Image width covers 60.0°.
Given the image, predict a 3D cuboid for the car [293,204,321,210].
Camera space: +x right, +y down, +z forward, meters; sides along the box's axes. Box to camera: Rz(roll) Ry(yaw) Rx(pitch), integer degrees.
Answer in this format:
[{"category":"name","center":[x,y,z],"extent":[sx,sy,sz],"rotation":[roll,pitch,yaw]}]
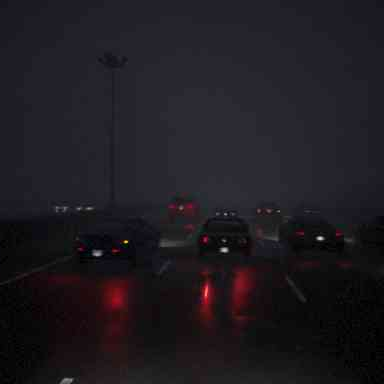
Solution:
[{"category":"car","center":[9.995,1.806,29.012],"extent":[2.128,1.511,4.902],"rotation":[1,0,6]}]

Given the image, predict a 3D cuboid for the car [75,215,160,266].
[{"category":"car","center":[-2.384,1.538,11.552],"extent":[1.812,1.442,4.674],"rotation":[1,0,6]}]

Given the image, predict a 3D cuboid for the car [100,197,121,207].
[{"category":"car","center":[-12.362,1.620,52.403],"extent":[1.837,1.490,4.892],"rotation":[1,0,6]}]

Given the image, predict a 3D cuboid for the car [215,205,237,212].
[{"category":"car","center":[2.887,1.801,28.396],"extent":[1.895,1.301,4.718],"rotation":[1,0,6]}]

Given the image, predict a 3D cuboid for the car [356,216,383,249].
[{"category":"car","center":[8.412,1.697,13.679],"extent":[1.837,1.490,4.892],"rotation":[1,0,6]}]

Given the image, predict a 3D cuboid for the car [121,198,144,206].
[{"category":"car","center":[-8.873,1.660,52.136],"extent":[2.128,1.511,4.902],"rotation":[1,0,6]}]

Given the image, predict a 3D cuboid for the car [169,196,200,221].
[{"category":"car","center":[-0.561,1.374,29.000],"extent":[2.150,2.045,5.566],"rotation":[1,0,6]}]

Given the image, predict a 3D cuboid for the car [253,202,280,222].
[{"category":"car","center":[6.479,1.611,29.036],"extent":[2.097,1.767,4.553],"rotation":[1,0,6]}]

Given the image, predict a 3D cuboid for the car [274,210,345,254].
[{"category":"car","center":[4.953,1.706,14.256],"extent":[1.994,1.385,4.181],"rotation":[1,0,6]}]

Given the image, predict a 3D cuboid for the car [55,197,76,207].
[{"category":"car","center":[-19.394,1.555,52.372],"extent":[2.033,1.411,5.357],"rotation":[1,0,6]}]

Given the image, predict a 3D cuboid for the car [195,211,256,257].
[{"category":"car","center":[1.346,1.683,13.457],"extent":[1.895,1.301,4.718],"rotation":[1,0,6]}]

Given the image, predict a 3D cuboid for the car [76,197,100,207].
[{"category":"car","center":[-15.885,1.539,52.330],"extent":[1.882,1.535,5.008],"rotation":[1,0,6]}]
